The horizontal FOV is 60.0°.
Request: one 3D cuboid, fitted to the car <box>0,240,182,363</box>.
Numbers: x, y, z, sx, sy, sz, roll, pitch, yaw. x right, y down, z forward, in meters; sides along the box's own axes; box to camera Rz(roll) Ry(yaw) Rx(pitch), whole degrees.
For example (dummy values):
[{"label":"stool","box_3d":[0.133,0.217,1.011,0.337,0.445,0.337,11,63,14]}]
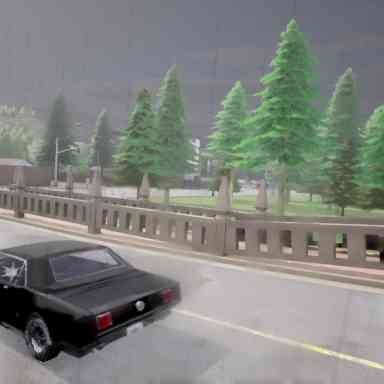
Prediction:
[{"label":"car","box_3d":[-2.574,1.528,5.811,4.718,1.301,1.895,2,1,35]}]
